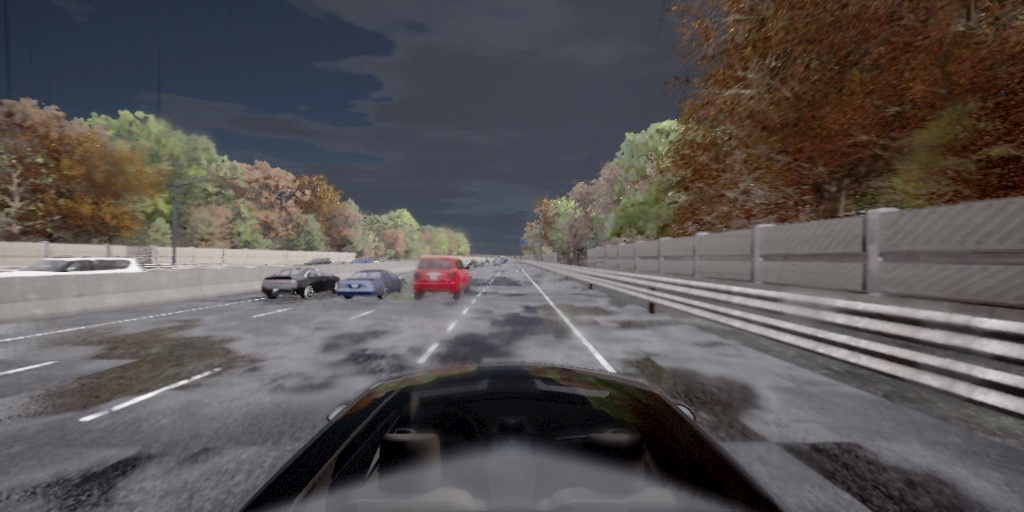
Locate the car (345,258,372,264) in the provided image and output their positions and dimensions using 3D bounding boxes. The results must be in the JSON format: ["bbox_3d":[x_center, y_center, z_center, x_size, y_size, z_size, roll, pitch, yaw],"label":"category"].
[{"bbox_3d":[-24.496,1.338,58.560,2.150,2.045,5.566,0,0,0],"label":"car"}]

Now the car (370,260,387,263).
[{"bbox_3d":[-21.000,1.700,58.657,1.895,1.301,4.718,0,0,0],"label":"car"}]

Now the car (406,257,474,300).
[{"bbox_3d":[-3.494,1.076,18.670,2.150,2.045,5.566,0,0,0],"label":"car"}]

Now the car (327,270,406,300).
[{"bbox_3d":[-6.995,1.399,18.465,2.033,1.411,5.357,0,0,0],"label":"car"}]

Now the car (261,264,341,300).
[{"bbox_3d":[-10.498,1.341,18.352,2.128,1.511,4.902,0,0,0],"label":"car"}]

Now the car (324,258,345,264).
[{"bbox_3d":[-27.995,1.579,58.560,1.882,1.535,5.008,0,0,0],"label":"car"}]

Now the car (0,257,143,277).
[{"bbox_3d":[-21.063,1.062,17.085,2.150,2.045,5.566,0,-1,1],"label":"car"}]
